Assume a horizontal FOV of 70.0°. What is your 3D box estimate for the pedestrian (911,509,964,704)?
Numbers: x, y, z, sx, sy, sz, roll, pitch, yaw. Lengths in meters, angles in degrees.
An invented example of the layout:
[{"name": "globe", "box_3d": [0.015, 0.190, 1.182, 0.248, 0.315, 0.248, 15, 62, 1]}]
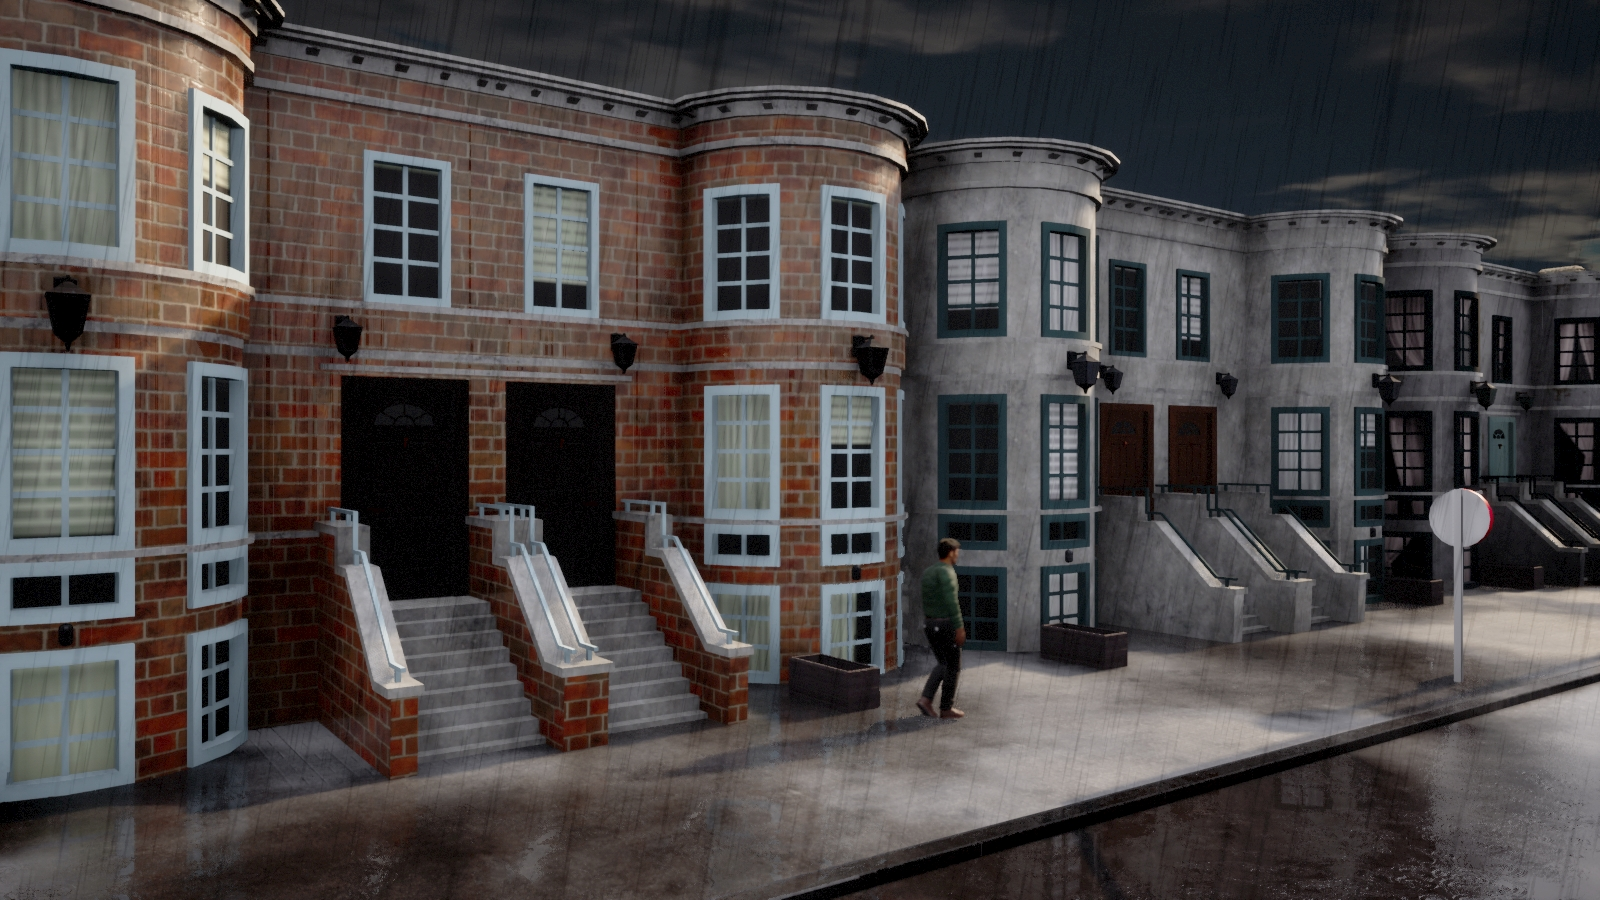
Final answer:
[{"name": "pedestrian", "box_3d": [1.359, 1.524, 11.299, 0.375, 1.860, 0.375, 0, 0, -27]}]
